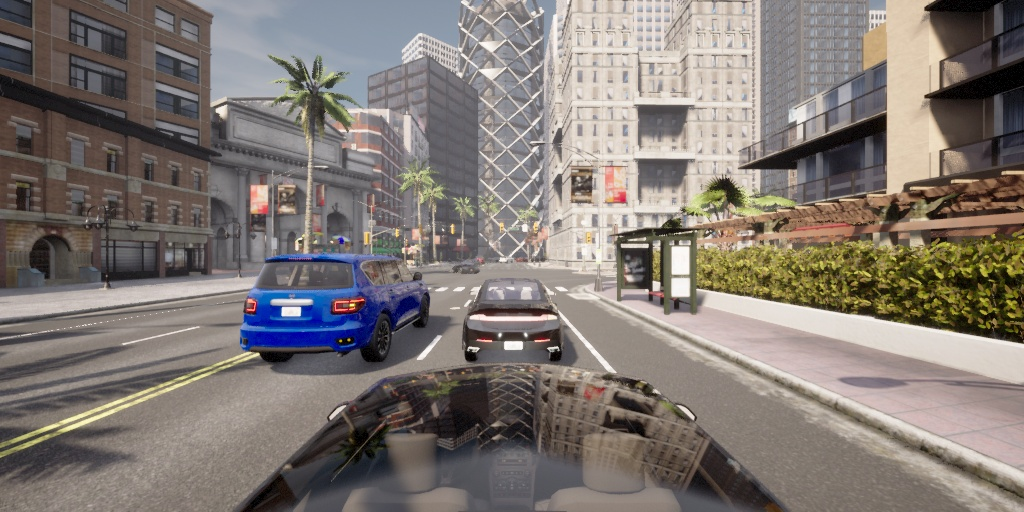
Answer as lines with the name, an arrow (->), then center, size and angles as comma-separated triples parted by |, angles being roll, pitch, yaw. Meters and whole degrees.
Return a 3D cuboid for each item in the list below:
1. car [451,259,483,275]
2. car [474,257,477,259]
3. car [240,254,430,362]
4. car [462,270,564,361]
car -> -5.246, 1.314, 39.913 | 1.994, 1.385, 4.181 | 0, 0, -28
car -> -7.695, 1.254, 61.596 | 1.837, 1.490, 4.892 | 0, 0, 0
car -> -3.487, 0.971, 8.333 | 2.150, 2.045, 5.566 | 0, 0, 0
car -> 0.014, 1.242, 8.246 | 2.128, 1.511, 4.902 | 0, 0, 0
